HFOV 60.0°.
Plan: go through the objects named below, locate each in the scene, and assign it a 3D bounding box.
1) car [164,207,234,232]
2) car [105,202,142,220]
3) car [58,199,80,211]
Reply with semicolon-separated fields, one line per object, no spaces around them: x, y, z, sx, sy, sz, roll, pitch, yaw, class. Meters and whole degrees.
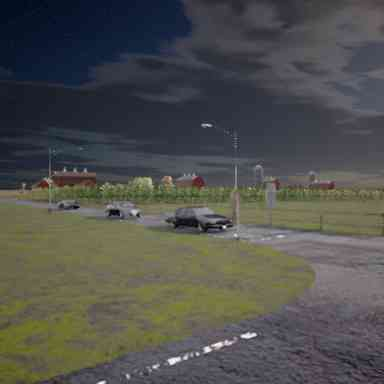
0.283;1.685;21.608;2.033;1.411;5.357;0;0;-38;car
-6.358;1.644;30.563;2.128;1.511;4.902;0;0;-36;car
-16.884;1.729;45.429;2.033;1.411;5.357;0;0;-35;car
